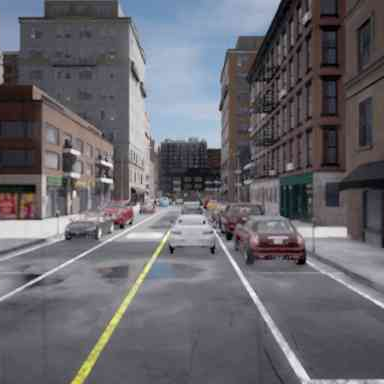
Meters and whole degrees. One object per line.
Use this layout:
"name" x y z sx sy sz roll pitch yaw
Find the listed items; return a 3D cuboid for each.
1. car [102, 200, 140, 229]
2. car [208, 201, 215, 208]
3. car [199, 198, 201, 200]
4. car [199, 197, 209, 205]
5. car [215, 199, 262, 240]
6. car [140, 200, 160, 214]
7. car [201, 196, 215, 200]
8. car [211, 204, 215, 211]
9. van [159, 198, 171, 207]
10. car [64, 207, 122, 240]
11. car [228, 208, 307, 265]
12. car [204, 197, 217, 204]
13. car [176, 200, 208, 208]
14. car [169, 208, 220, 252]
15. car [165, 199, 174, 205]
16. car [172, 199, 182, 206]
"car" -5.378 1.534 23.469 2.192 1.841 5.009 0 -1 0
"car" 2.650 1.798 29.295 1.752 1.417 4.829 0 -1 0
"car" 2.665 2.207 68.756 1.947 1.339 4.313 0 -1 0
"car" 2.668 2.009 74.420 2.192 1.841 5.009 0 -1 0
"car" 2.645 1.481 17.804 2.192 1.841 5.009 0 -1 0
"car" -5.371 1.958 40.452 1.802 1.307 4.206 0 -1 0
"car" 3.003 1.724 54.178 2.150 2.045 5.566 0 -1 0
"car" 2.647 1.784 23.463 1.947 1.339 4.313 0 -1 0
"van" -5.362 1.929 63.100 1.690 1.788 3.998 0 -1 0
"car" -5.380 1.717 17.805 2.008 1.369 4.403 0 -1 0
"car" 2.643 1.554 12.141 1.967 1.590 4.097 0 -1 0
"car" 3.044 1.897 47.336 1.801 1.575 5.366 0 -1 0
"car" 0.017 1.765 29.300 2.128 1.511 4.902 0 0 0
"car" 0.012 1.660 14.381 1.812 1.442 4.674 0 0 0
"car" -5.355 2.313 80.083 1.947 1.339 4.313 0 -1 0
"car" -2.721 2.190 71.785 1.812 1.442 4.674 0 -1 0
